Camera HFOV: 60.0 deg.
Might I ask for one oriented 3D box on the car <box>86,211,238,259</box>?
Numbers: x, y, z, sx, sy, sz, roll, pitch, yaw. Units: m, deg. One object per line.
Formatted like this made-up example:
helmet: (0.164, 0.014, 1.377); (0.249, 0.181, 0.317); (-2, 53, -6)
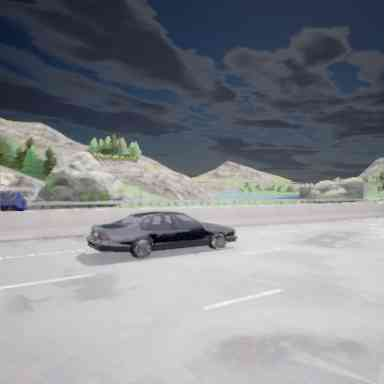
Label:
car: (-0.919, 1.400, 11.908); (5.357, 1.411, 2.033); (0, 1, -32)
